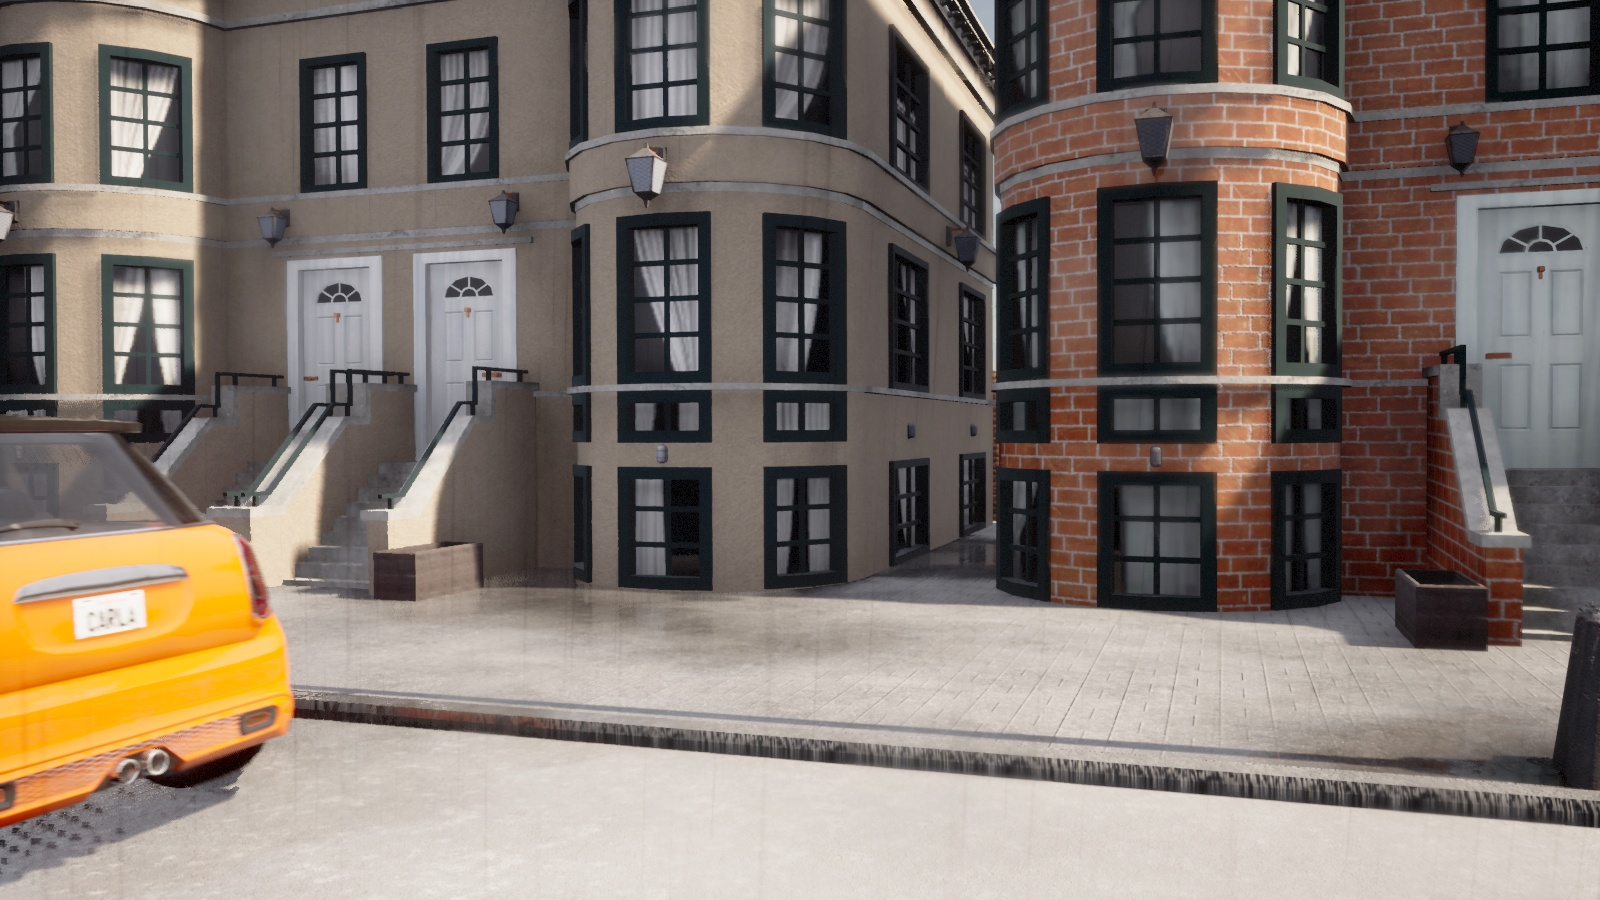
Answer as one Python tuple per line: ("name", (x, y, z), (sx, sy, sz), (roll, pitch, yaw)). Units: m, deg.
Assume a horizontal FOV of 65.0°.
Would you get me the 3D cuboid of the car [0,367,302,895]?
("car", (-4.704, 0.582, 5.300), (4.553, 1.767, 2.097), (1, 1, 19))
